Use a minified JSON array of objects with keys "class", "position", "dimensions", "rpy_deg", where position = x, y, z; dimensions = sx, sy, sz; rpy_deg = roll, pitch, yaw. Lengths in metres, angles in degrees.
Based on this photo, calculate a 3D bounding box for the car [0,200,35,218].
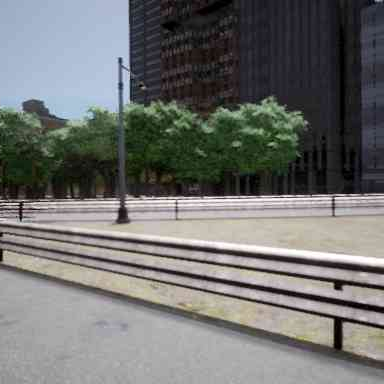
[{"class":"car","position":[-15.548,1.415,27.917],"dimensions":[4.674,1.442,1.812],"rpy_deg":[-1,0,9]}]
